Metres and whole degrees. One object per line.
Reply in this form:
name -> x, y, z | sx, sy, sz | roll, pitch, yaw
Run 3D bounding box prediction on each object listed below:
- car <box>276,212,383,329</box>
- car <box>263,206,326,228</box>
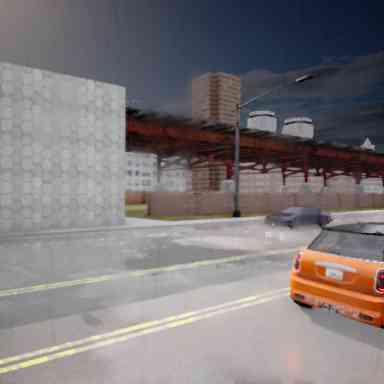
car -> 4.124, 1.385, 6.698 | 4.553, 1.767, 2.097 | 0, 0, -34
car -> 7.145, 1.633, 21.993 | 5.357, 1.411, 2.033 | 0, 0, -36
